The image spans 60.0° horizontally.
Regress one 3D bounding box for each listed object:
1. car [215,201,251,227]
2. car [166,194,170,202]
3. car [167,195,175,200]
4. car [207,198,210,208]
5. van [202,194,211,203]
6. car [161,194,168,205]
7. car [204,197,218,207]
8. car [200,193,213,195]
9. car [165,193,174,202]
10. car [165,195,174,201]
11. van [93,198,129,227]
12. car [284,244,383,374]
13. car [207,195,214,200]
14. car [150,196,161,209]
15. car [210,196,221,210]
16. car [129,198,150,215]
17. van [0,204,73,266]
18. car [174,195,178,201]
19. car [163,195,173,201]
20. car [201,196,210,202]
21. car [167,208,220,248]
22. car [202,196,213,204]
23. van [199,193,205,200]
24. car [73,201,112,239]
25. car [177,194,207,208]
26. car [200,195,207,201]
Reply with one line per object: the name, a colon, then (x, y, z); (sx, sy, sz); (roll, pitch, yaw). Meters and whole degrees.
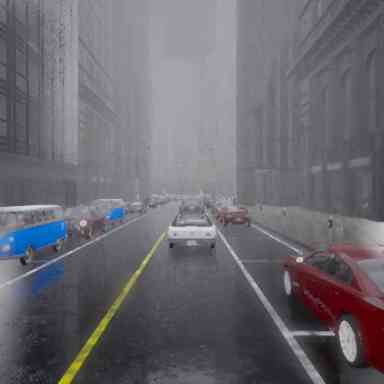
car: (2.850, 1.533, 22.467); (1.887, 1.381, 4.507); (-1, 0, 0)
car: (-5.675, 1.485, 61.837); (1.887, 1.381, 4.507); (-1, 0, 0)
car: (-5.675, 1.457, 89.961); (1.947, 1.339, 4.313); (-1, 0, 0)
car: (2.850, 1.523, 33.716); (1.887, 1.381, 4.507); (-1, 0, 0)
van: (2.849, 1.273, 67.463); (1.690, 1.788, 3.998); (-1, 0, 0)
car: (-5.675, 1.514, 56.212); (1.947, 1.339, 4.313); (-1, 0, 0)
car: (2.850, 1.522, 50.590); (1.947, 1.339, 4.313); (-1, 0, 0)
car: (2.848, 1.264, 56.214); (2.192, 1.841, 5.009); (-1, 0, 0)
car: (-5.677, 1.237, 73.086); (2.192, 1.841, 5.009); (-1, 0, 0)
car: (-5.675, 1.453, 84.335); (2.008, 1.369, 4.403); (-1, 0, 0)
van: (-5.678, 1.329, 22.464); (1.690, 1.788, 3.998); (-1, 0, 0)
car: (2.849, 1.541, 5.594); (1.887, 1.381, 4.507); (-1, 0, 0)
car: (2.850, 1.530, 44.966); (1.947, 1.339, 4.313); (-1, 0, 0)
car: (-5.675, 1.530, 44.963); (1.947, 1.339, 4.313); (-1, 0, 0)
car: (2.849, 1.424, 28.092); (1.967, 1.590, 4.097); (-1, 0, 0)
car: (-5.675, 1.560, 33.713); (1.802, 1.307, 4.206); (-1, 0, 0)
van: (-5.678, 1.335, 11.214); (1.690, 1.788, 3.998); (-1, 0, 0)
car: (-3.001, 1.449, 76.060); (1.994, 1.385, 4.181); (0, 0, 0)
car: (-5.675, 1.457, 78.711); (1.887, 1.381, 4.507); (-1, 0, 0)
car: (2.851, 1.504, 73.088); (1.802, 1.307, 4.206); (-1, 0, 0)
car: (0.000, 1.610, 14.681); (1.895, 1.301, 4.718); (0, 0, 0)
car: (2.850, 1.485, 61.839); (1.887, 1.381, 4.507); (-1, 0, 0)
van: (2.849, 1.222, 95.585); (1.690, 1.788, 3.998); (-1, 0, 0)
car: (-5.677, 1.432, 16.839); (1.967, 1.590, 4.097); (-1, 0, 0)
car: (0.000, 1.349, 29.621); (2.097, 1.767, 4.553); (0, 0, 0)
car: (2.851, 1.427, 84.506); (1.752, 1.417, 4.829); (-1, 0, 0)
